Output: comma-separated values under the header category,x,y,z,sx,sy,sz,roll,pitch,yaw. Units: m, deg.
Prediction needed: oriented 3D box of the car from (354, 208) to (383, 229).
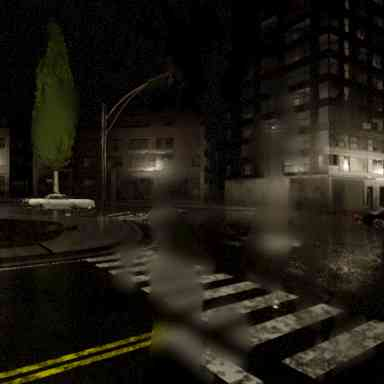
category,x,y,z,sx,sy,sz,roll,pitch,yaw
car,13.198,1.684,21.455,4.718,1.301,1.895,0,0,11

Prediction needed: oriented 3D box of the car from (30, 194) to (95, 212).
category,x,y,z,sx,sy,sz,roll,pitch,yaw
car,-10.090,0.852,26.138,4.718,1.301,1.895,1,0,11
